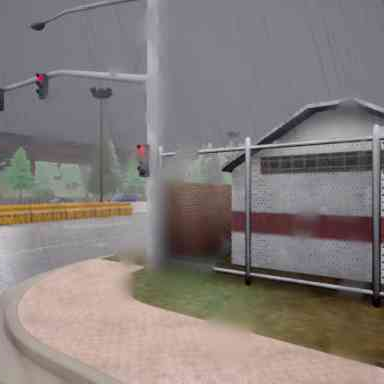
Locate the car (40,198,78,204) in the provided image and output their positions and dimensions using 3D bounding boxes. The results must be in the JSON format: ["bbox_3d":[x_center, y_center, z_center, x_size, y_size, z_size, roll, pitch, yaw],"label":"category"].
[{"bbox_3d":[-15.848,1.497,39.603,1.837,1.490,4.892,0,0,34],"label":"car"}]
